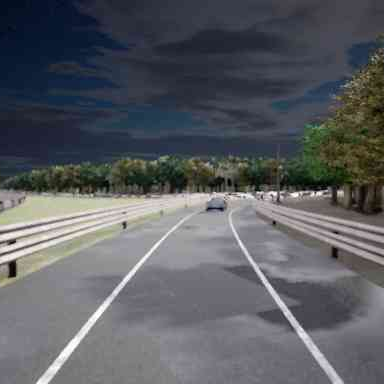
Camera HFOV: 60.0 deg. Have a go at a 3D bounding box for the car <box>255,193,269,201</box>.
[{"bbox_3d":[14.396,0.941,68.176,1.837,1.490,4.892,1,1,31],"label":"car"}]

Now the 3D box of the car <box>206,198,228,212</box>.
[{"bbox_3d":[2.784,1.345,36.385,1.994,1.385,4.181,1,0,12],"label":"car"}]
